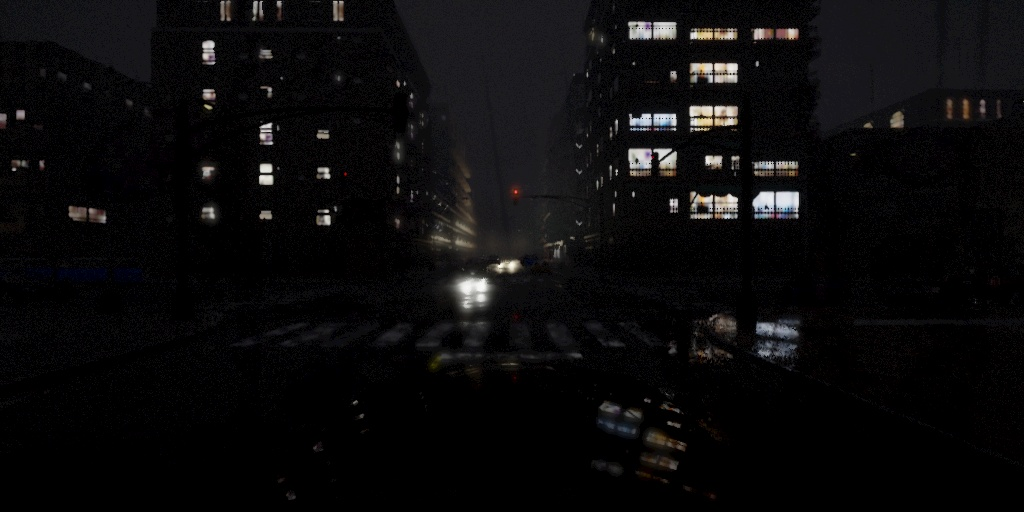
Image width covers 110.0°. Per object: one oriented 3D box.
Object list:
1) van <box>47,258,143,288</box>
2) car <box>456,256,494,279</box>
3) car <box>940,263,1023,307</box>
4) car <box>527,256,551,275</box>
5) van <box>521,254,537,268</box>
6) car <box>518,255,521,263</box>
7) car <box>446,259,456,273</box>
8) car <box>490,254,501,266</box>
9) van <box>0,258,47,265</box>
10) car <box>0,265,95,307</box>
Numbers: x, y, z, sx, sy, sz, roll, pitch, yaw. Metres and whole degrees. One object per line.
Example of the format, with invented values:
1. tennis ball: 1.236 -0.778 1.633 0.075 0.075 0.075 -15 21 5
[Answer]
1. van: -24.850 0.985 21.635 3.998 1.789 1.690 0 0 1
2. car: -2.806 0.982 28.281 2.128 1.511 4.902 0 1 0
3. car: 18.665 0.984 13.167 4.097 1.591 1.967 0 0 1
4. car: 2.629 0.962 33.597 1.751 1.417 4.829 0 0 0
5. van: 2.502 0.646 47.429 1.690 1.789 3.998 0 0 0
6. car: 2.458 0.569 53.082 2.192 1.841 5.009 0 0 0
7. car: -5.516 0.962 36.035 2.007 1.370 4.403 0 0 0
8. car: -2.866 0.533 56.654 2.097 1.767 4.553 0 0 0
9. van: -30.444 0.995 21.711 3.998 1.789 1.690 0 0 1
10. car: -19.362 1.167 13.680 4.403 1.370 2.007 0 0 1
